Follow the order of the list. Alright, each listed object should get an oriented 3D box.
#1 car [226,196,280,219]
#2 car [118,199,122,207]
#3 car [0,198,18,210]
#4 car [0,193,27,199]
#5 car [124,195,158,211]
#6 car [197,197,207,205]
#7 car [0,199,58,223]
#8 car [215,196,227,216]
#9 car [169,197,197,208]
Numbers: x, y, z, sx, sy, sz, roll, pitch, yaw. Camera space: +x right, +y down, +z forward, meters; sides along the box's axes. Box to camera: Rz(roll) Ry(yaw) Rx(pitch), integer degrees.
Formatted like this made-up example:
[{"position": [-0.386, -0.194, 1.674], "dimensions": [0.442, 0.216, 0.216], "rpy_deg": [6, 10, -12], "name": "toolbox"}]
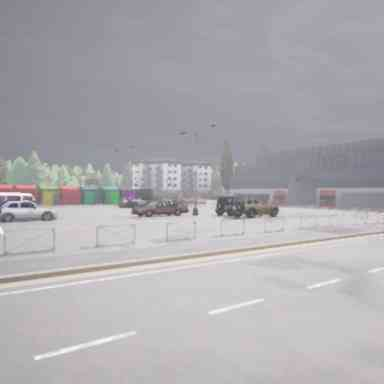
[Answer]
[{"position": [5.629, 1.356, 29.458], "dimensions": [4.605, 1.855, 1.932], "rpy_deg": [1, 0, -35], "name": "car"}, {"position": [-9.048, 1.599, 50.204], "dimensions": [3.806, 1.475, 1.970], "rpy_deg": [1, 0, -35], "name": "car"}, {"position": [-23.285, 1.404, 40.087], "dimensions": [3.905, 1.438, 1.784], "rpy_deg": [1, 0, -35], "name": "car"}, {"position": [-21.660, 1.193, 37.688], "dimensions": [4.605, 1.855, 1.932], "rpy_deg": [1, 0, -35], "name": "car"}, {"position": [-7.380, 1.360, 47.837], "dimensions": [3.866, 1.878, 1.905], "rpy_deg": [1, 0, -35], "name": "car"}, {"position": [1.121, 1.728, 68.050], "dimensions": [2.097, 1.767, 4.553], "rpy_deg": [1, 0, -34], "name": "car"}, {"position": [-11.815, 1.435, 23.954], "dimensions": [3.806, 1.475, 1.970], "rpy_deg": [1, 0, -35], "name": "car"}, {"position": [4.000, 1.359, 31.850], "dimensions": [3.866, 1.878, 1.905], "rpy_deg": [1, 0, -35], "name": "car"}, {"position": [-1.833, 1.893, 66.172], "dimensions": [2.033, 1.411, 5.357], "rpy_deg": [1, 0, -34], "name": "car"}]
